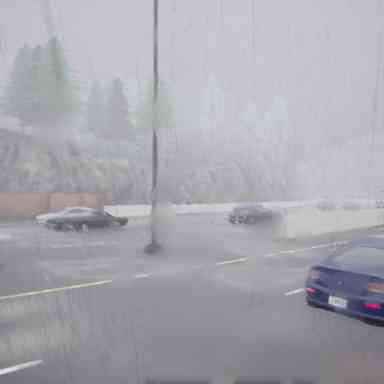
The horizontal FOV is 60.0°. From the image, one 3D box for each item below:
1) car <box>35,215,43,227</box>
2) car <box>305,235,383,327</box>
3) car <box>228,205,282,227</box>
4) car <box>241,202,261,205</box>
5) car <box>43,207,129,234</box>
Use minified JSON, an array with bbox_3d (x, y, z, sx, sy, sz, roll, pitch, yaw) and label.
[{"bbox_3d":[-8.641,1.793,23.803,4.674,1.442,1.812,1,-1,-38],"label":"car"},{"bbox_3d":[4.148,1.617,6.759,4.674,1.442,1.812,1,0,-38],"label":"car"},{"bbox_3d":[4.941,1.923,25.964,4.718,1.301,1.895,1,-1,-42],"label":"car"},{"bbox_3d":[7.309,2.006,42.795,1.882,1.535,5.008,0,-1,44],"label":"car"},{"bbox_3d":[-6.517,1.840,20.982,4.718,1.301,1.895,1,-1,-38],"label":"car"}]
